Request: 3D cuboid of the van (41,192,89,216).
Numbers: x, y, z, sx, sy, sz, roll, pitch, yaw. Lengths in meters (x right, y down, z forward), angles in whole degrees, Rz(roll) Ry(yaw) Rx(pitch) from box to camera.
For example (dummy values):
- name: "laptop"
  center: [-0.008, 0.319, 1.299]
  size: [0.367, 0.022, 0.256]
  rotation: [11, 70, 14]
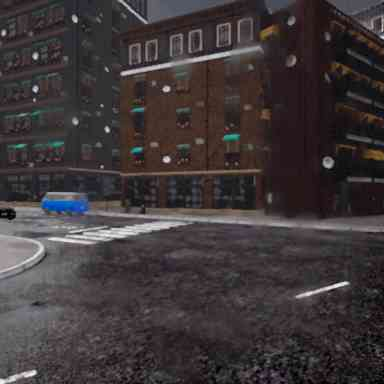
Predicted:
- name: "van"
  center: [-10.116, 0.942, 26.406]
  size: [3.998, 1.788, 1.690]
  rotation: [1, 0, 25]

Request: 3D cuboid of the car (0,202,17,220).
- name: "car"
  center: [-13.398, 1.161, 21.533]
  size: [4.181, 1.385, 1.994]
  rotation: [1, 1, 25]
